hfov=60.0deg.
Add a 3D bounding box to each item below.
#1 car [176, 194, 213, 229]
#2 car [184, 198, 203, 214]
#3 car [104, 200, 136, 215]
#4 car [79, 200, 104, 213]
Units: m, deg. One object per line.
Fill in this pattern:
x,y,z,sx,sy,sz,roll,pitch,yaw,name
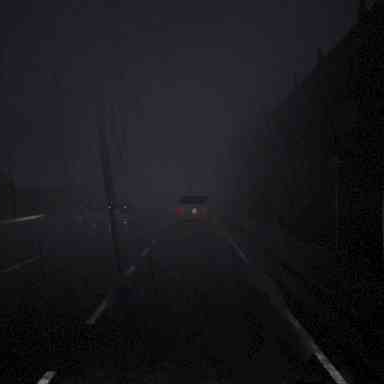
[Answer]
0.139,1.159,21.373,2.150,2.045,5.566,0,-1,0,car
0.164,1.435,35.160,1.812,1.442,4.674,0,0,0,car
-6.974,1.513,33.394,1.895,1.301,4.718,0,0,1,car
-10.447,1.507,35.438,1.895,1.301,4.718,0,0,0,car
